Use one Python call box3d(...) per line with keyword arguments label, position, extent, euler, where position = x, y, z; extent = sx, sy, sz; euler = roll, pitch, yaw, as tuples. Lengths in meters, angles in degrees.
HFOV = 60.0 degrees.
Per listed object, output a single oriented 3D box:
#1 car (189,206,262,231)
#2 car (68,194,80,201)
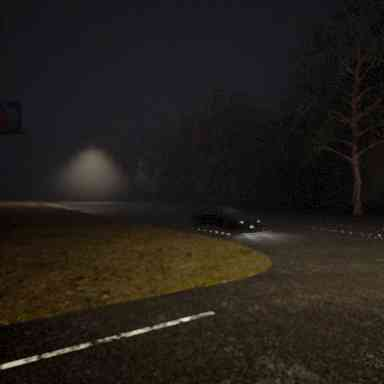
box3d(label="car", position=(1.919, 1.582, 21.119), extent=(2.033, 1.411, 5.357), euler=(1, 0, -34))
box3d(label="car", position=(-27.244, 1.241, 76.569), extent=(1.812, 1.442, 4.674), euler=(1, 0, -34))
